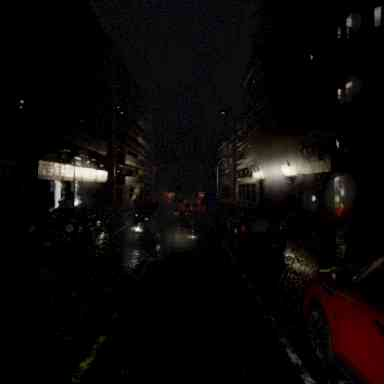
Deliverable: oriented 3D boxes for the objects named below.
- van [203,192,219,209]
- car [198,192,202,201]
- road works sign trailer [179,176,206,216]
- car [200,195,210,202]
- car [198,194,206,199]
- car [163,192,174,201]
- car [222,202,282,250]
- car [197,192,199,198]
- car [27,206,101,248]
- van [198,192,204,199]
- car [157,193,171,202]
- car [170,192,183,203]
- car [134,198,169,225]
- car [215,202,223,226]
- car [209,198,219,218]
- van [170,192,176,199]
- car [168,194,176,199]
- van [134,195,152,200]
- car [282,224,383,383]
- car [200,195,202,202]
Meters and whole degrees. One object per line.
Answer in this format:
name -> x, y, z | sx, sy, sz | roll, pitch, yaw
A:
van -> 2.561, 1.154, 42.327 | 1.690, 1.788, 3.998 | -1, 0, 0
car -> 2.563, 1.080, 53.655 | 2.192, 1.841, 5.009 | -1, 0, 0
road works sign trailer -> 0.007, 0.330, 30.325 | 2.380, 3.560, 2.880 | 0, 0, 0
car -> 2.569, 1.299, 64.984 | 1.802, 1.307, 4.206 | -1, 0, 0
car -> 2.573, 1.205, 87.641 | 1.802, 1.307, 4.206 | -1, 0, 0
car -> -5.312, 0.985, 76.377 | 2.192, 1.841, 5.009 | -1, 0, 0
car -> 2.562, 1.377, 14.005 | 1.967, 1.590, 4.097 | -1, 0, 0
car -> 2.568, 0.985, 76.311 | 2.192, 1.841, 5.009 | -1, 0, 0
car -> -5.323, 1.376, 14.215 | 1.967, 1.590, 4.097 | -1, 0, 0
van -> 2.571, 0.941, 93.305 | 1.690, 1.788, 3.998 | -1, 0, 0
car -> -5.313, 1.285, 59.425 | 1.887, 1.381, 4.507 | -1, 0, 0
car -> -2.756, 1.196, 63.703 | 1.882, 1.535, 5.008 | 0, 0, 0
car -> -2.855, 1.422, 23.274 | 1.812, 1.442, 4.674 | 0, 0, 0
car -> 2.560, 1.494, 19.670 | 1.802, 1.307, 4.206 | -1, 0, 0
car -> 2.561, 1.432, 25.334 | 1.887, 1.381, 4.507 | -1, 0, 0
van -> -5.309, 0.941, 93.332 | 1.690, 1.788, 3.998 | -1, 0, 0
car -> -5.308, 1.149, 87.511 | 1.752, 1.417, 4.829 | -1, 0, 0
van -> -5.320, 1.178, 36.819 | 1.690, 1.788, 3.998 | -1, 0, 0
car -> 2.543, 1.302, 2.676 | 2.192, 1.841, 5.009 | -1, 0, 0
car -> 2.566, 1.371, 47.991 | 1.802, 1.307, 4.206 | -1, 0, 0
